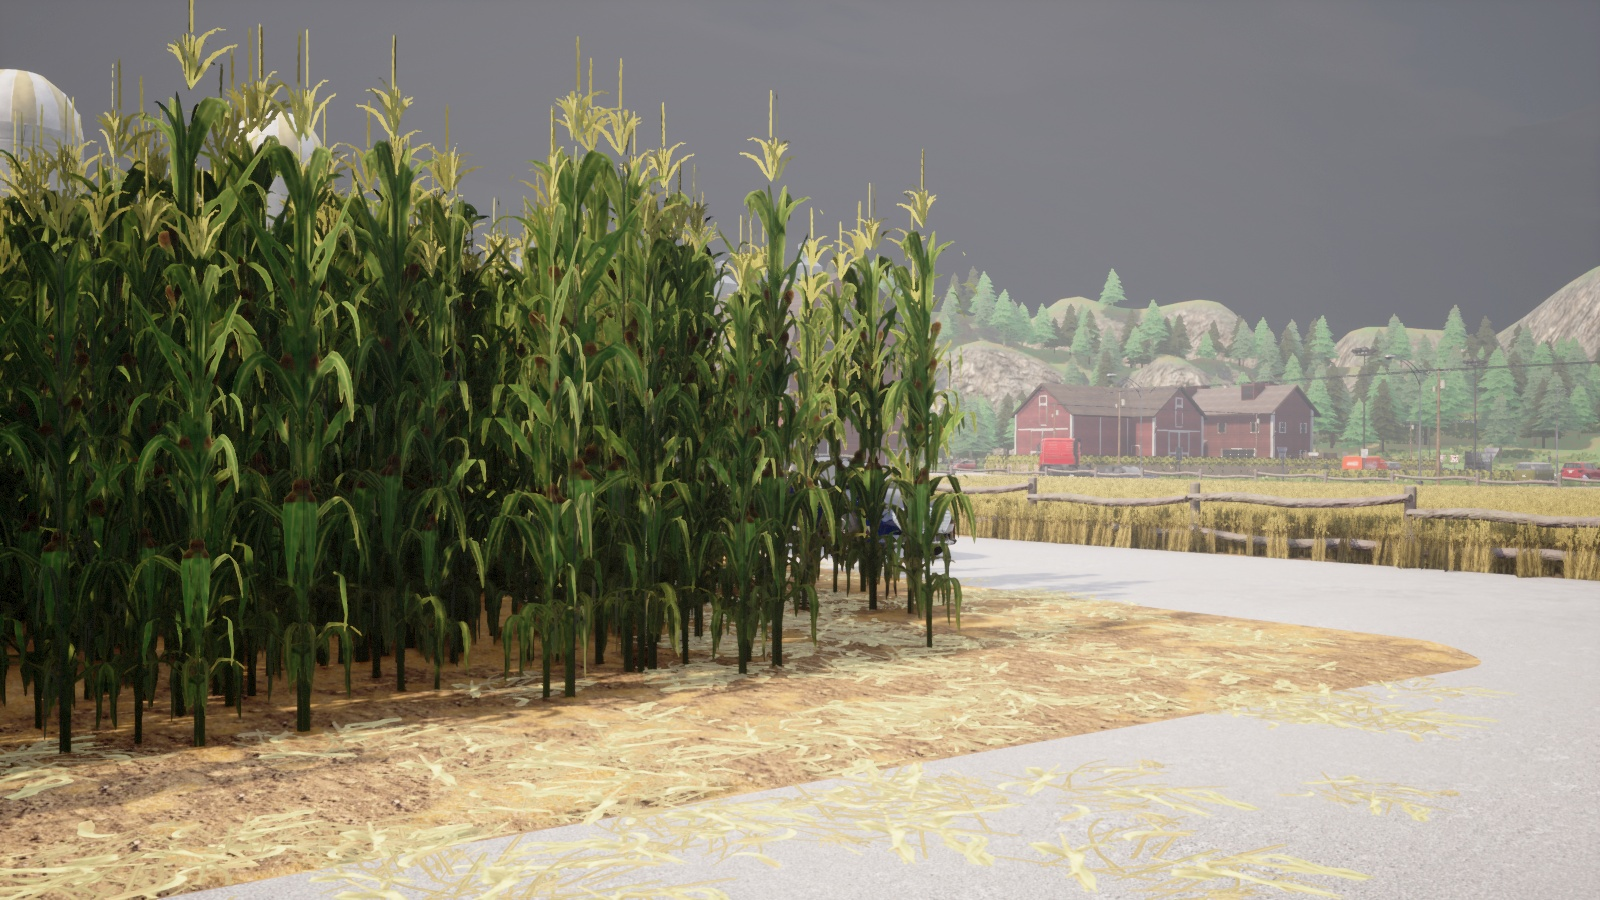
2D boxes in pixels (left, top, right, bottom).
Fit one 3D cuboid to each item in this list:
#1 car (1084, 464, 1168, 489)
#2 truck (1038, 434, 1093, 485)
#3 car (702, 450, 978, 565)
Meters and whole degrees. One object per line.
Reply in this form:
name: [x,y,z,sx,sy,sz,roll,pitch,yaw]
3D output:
car: [20.222,1.602,78.027,2.163,1.488,4.792,1,-1,-35]
truck: [19.020,0.676,90.440,2.891,3.462,7.936,1,0,5]
car: [0.494,0.863,20.579,2.033,1.649,4.856,1,-1,-35]
